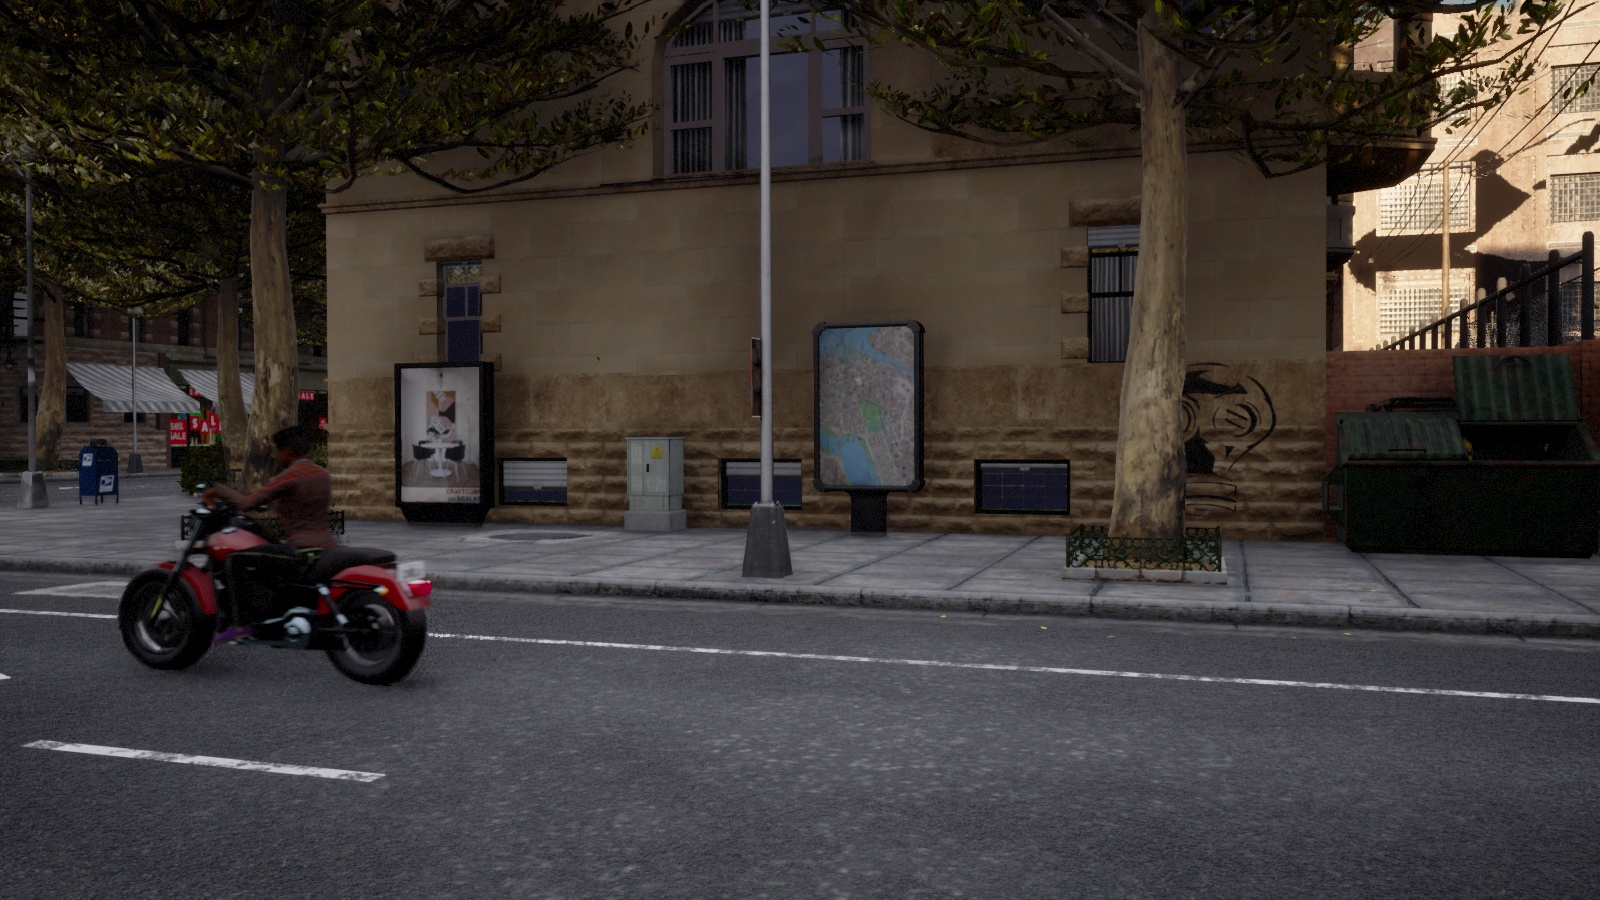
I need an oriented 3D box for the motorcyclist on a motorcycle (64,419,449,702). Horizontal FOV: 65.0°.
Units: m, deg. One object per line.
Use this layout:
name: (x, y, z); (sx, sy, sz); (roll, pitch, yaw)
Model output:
motorcyclist on a motorcycle: (-3.487, 0.635, 8.053); (2.350, 1.649, 0.766); (0, 1, 19)
